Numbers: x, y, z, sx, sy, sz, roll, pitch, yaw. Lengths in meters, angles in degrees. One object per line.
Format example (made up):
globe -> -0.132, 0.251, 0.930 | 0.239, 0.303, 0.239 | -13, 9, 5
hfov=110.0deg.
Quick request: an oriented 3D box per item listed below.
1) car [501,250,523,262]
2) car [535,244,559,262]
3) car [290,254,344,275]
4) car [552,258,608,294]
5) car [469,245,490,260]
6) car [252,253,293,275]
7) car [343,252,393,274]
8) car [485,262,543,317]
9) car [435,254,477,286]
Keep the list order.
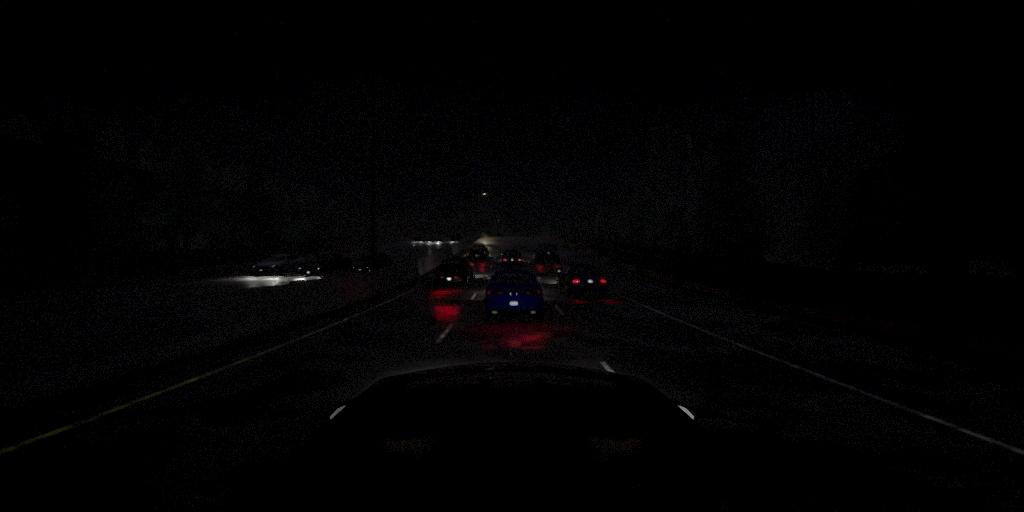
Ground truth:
car -> 0.018, 0.148, 32.367 | 2.033, 1.411, 5.357 | 0, 6, 0
car -> 3.506, -0.469, 36.505 | 2.097, 1.767, 4.553 | 0, 6, 0
car -> -14.167, 0.566, 27.541 | 2.033, 1.411, 5.357 | 0, 4, 0
car -> 3.555, 1.095, 18.848 | 2.033, 1.411, 5.357 | 0, 3, 0
car -> -3.496, -0.444, 37.929 | 1.812, 1.442, 4.674 | 0, 6, 0
car -> -17.666, 0.546, 27.521 | 1.812, 1.442, 4.674 | 0, 4, 0
car -> -10.666, 0.530, 27.490 | 1.837, 1.490, 4.892 | 0, 5, 0
car -> 0.062, 1.208, 13.284 | 1.882, 1.535, 5.008 | 0, 2, 0
car -> -3.454, 0.890, 22.033 | 1.837, 1.490, 4.892 | 0, 2, 0
